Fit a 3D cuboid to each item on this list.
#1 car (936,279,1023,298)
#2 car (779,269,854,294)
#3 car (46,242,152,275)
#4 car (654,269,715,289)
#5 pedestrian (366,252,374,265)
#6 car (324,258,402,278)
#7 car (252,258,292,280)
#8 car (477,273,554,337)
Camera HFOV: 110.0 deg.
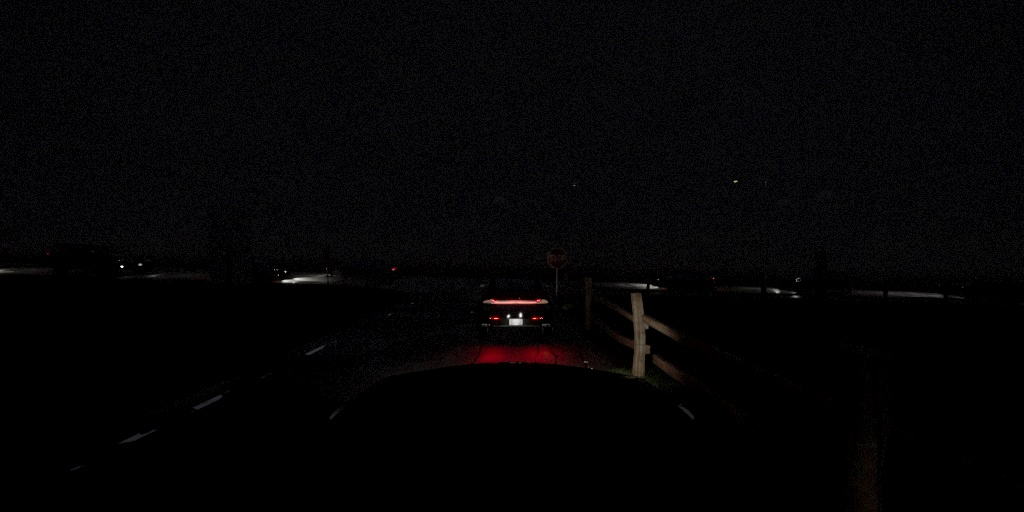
[{"bbox_3d":[35.557,2.414,27.287,4.718,1.301,1.895,2,3,0],"label":"car"},{"bbox_3d":[23.070,1.789,27.312,4.553,1.767,2.097,2,3,0],"label":"car"},{"bbox_3d":[-28.099,0.143,24.457,5.566,2.045,2.150,2,3,0],"label":"car"},{"bbox_3d":[13.128,1.690,27.325,4.181,1.385,1.994,2,3,-1],"label":"car"},{"bbox_3d":[-12.114,0.529,30.401,0.375,1.860,0.375,0,1,0],"label":"pedestrian"},{"bbox_3d":[-11.278,0.888,27.397,5.357,1.411,2.033,2,3,0],"label":"car"},{"bbox_3d":[-17.451,0.840,24.457,4.181,1.385,1.994,2,3,0],"label":"car"},{"bbox_3d":[0.069,1.234,10.300,2.128,1.511,4.902,0,0,0],"label":"car"}]
